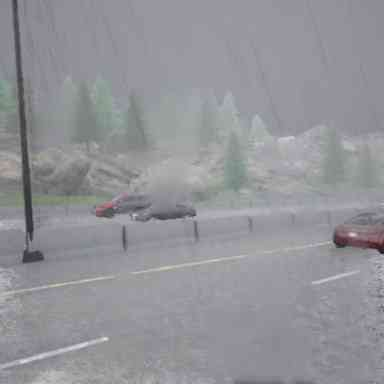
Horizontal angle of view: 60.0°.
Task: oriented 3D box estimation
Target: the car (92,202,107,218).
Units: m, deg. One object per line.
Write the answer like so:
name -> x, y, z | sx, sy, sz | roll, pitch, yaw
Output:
car -> -6.014, 1.255, 29.674 | 5.566, 2.045, 2.150 | 0, 0, -36

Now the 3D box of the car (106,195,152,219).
car -> -3.969, 1.120, 26.834 | 4.902, 1.511, 2.128 | 0, 0, -36

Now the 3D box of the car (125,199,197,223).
car -> -1.922, 1.483, 23.994 | 4.902, 1.511, 2.128 | 0, 0, -36

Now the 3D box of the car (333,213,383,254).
car -> 7.571, 1.539, 13.446 | 4.181, 1.385, 1.994 | 0, 0, -36
